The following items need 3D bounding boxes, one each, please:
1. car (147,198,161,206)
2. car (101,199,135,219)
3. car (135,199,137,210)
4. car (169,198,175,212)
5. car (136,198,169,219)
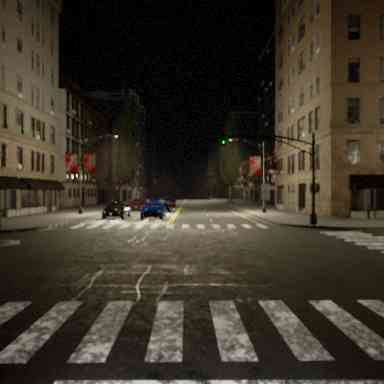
[{"bbox_3d":[-6.646,1.694,58.591,1.994,1.385,4.181,0,0,0],"label":"car"},{"bbox_3d":[-6.642,1.573,29.595,1.837,1.490,4.892,0,0,0],"label":"car"},{"bbox_3d":[-6.654,1.573,41.963,1.882,1.535,5.008,0,0,0],"label":"car"},{"bbox_3d":[-3.405,1.693,40.158,1.895,1.301,4.718,0,0,0],"label":"car"},{"bbox_3d":[-3.391,1.546,29.593,1.882,1.535,5.008,0,0,0],"label":"car"}]
